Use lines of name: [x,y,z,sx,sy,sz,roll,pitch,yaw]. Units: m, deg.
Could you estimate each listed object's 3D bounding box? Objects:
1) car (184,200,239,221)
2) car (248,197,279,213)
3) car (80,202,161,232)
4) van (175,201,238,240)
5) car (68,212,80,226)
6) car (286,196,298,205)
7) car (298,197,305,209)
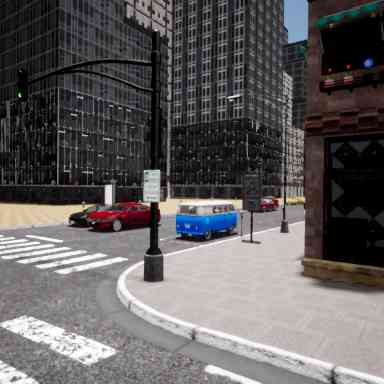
car: [1.779,1.469,28.268,2.033,1.411,5.357,1,1,36]
car: [7.777,1.505,36.660,1.895,1.301,4.718,1,1,36]
car: [-3.974,1.418,20.209,1.882,1.535,5.008,1,1,34]
van: [0.862,1.368,17.019,1.690,1.788,3.998,1,1,36]
car: [-5.961,1.467,21.892,1.947,1.339,4.313,1,1,36]
car: [16.447,1.364,53.271,1.752,1.417,4.829,1,1,36]
car: [15.654,1.429,42.299,2.128,1.511,4.902,1,1,36]
